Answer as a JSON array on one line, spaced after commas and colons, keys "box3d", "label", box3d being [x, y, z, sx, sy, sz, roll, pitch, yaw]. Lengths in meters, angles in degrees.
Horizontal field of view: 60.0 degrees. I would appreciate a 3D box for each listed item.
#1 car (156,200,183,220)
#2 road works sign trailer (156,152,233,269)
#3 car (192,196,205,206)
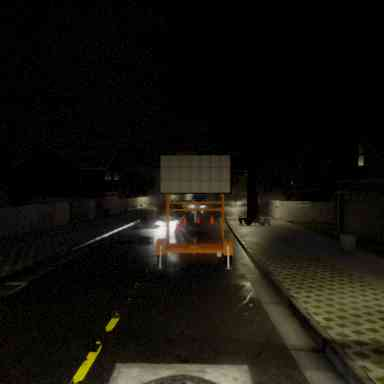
[{"box3d": [-1.850, 1.490, 28.611, 2.128, 1.511, 4.902, 0, 0, 4], "label": "car"}, {"box3d": [0.114, 0.464, 11.127, 2.380, 3.560, 2.880, 0, 0, 2], "label": "road works sign trailer"}, {"box3d": [1.122, 1.470, 55.460, 1.837, 1.490, 4.892, 0, 0, 8], "label": "car"}]
